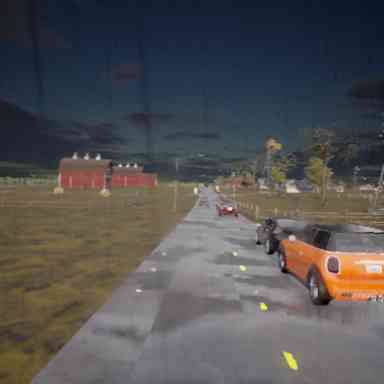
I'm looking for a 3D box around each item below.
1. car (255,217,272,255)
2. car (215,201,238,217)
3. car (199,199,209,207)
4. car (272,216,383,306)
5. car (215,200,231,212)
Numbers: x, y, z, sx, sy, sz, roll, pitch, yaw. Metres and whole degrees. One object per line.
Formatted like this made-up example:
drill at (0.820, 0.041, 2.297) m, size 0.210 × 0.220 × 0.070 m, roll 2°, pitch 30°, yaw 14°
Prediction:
car at (4.014, 1.844, 14.781) m, size 1.837 × 1.490 × 4.892 m, roll 2°, pitch -1°, yaw 2°
car at (4.160, 1.916, 38.806) m, size 2.097 × 1.767 × 4.553 m, roll 2°, pitch 0°, yaw 3°
car at (2.244, 1.970, 61.240) m, size 2.033 × 1.411 × 5.357 m, roll 2°, pitch 1°, yaw 2°
car at (3.714, 1.589, 8.751) m, size 2.097 × 1.767 × 4.553 m, roll 1°, pitch -1°, yaw 2°
car at (4.565, 2.076, 50.225) m, size 2.128 × 1.511 × 4.902 m, roll 2°, pitch 0°, yaw 2°
